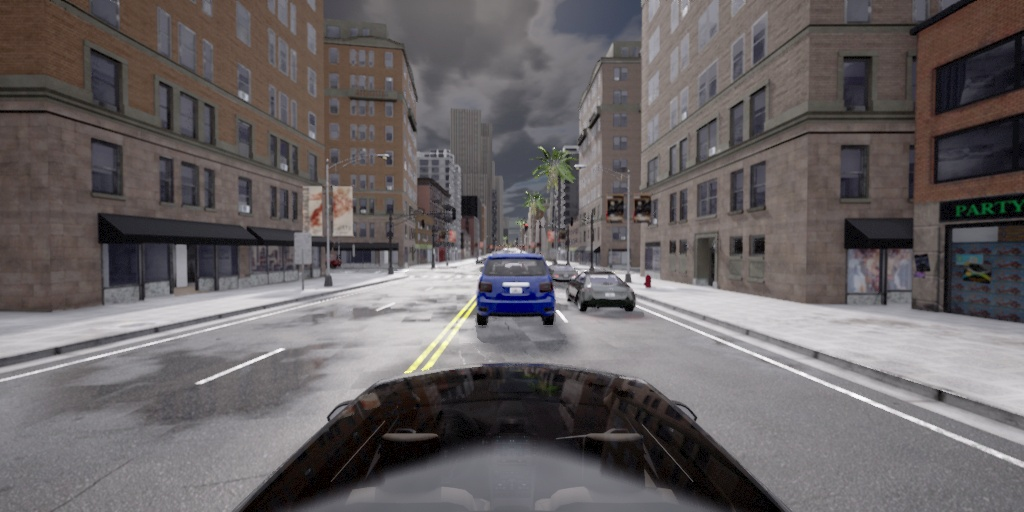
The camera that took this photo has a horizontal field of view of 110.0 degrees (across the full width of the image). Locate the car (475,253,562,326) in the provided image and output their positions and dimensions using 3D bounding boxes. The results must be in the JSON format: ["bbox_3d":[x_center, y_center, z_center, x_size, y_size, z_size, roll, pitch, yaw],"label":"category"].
[{"bbox_3d":[0.099,0.938,11.617,2.150,2.045,5.566,0,0,0],"label":"car"}]

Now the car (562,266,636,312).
[{"bbox_3d":[3.325,1.271,14.106,1.994,1.385,4.181,0,0,0],"label":"car"}]

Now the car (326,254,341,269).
[{"bbox_3d":[-23.899,0.697,44.484,5.009,1.841,2.192,0,0,-9],"label":"car"}]

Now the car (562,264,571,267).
[{"bbox_3d":[3.248,1.221,24.106,2.033,1.411,5.357,0,0,0],"label":"car"}]
